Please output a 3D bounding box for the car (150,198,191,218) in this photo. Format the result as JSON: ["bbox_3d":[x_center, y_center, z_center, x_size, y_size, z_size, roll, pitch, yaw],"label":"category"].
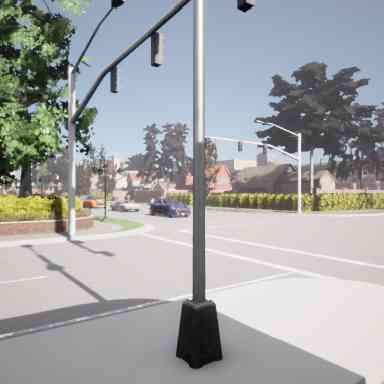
[{"bbox_3d":[-2.078,1.352,30.790,2.097,1.767,4.553,0,0,-36],"label":"car"}]

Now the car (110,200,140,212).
[{"bbox_3d":[-7.822,1.601,38.726,1.895,1.301,4.718,0,0,-36],"label":"car"}]

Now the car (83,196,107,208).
[{"bbox_3d":[-13.712,1.352,46.866,2.097,1.767,4.553,0,0,-36],"label":"car"}]
